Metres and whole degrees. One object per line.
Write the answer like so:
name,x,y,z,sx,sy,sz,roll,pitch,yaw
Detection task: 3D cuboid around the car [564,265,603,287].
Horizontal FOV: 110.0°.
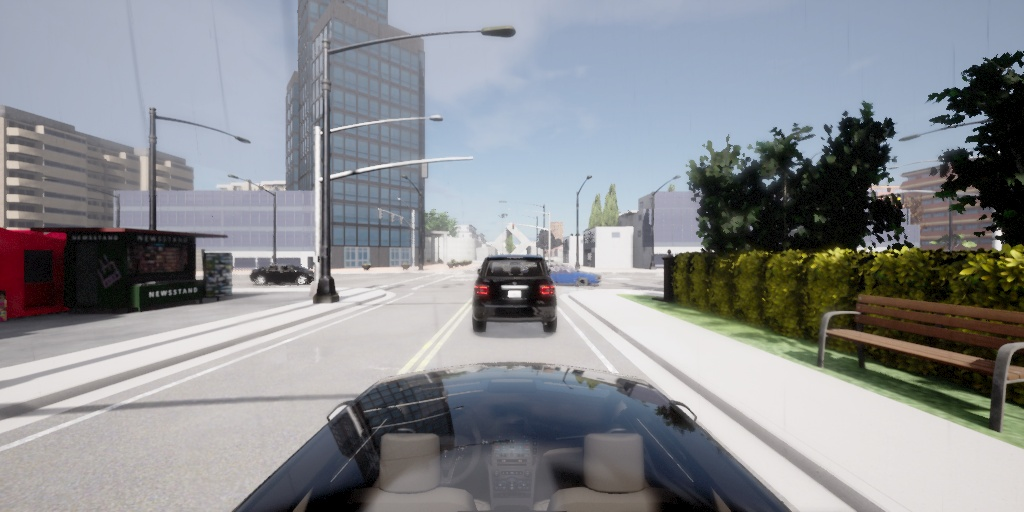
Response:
car,3.338,1.297,24.294,5.357,1.411,2.033,0,0,22

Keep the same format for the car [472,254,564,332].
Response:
car,0.080,0.970,10.953,2.150,2.045,5.566,0,0,0

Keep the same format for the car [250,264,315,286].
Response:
car,-16.228,1.354,26.063,4.892,1.490,1.837,0,0,0
